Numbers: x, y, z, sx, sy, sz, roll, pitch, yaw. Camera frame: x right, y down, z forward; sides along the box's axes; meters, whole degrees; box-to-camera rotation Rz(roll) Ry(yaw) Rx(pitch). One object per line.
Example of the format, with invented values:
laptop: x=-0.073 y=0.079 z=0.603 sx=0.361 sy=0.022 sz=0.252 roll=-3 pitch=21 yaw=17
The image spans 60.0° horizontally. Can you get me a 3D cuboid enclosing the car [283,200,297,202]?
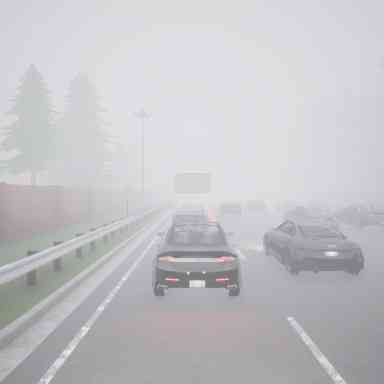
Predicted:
car: x=10.591 y=1.564 z=35.944 sx=1.994 sy=1.385 sz=4.181 roll=0 pitch=0 yaw=0

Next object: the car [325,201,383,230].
car: x=10.595 y=1.493 z=20.951 sx=2.128 sy=1.511 sz=4.902 roll=0 pitch=0 yaw=0

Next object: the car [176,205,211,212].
car: x=0.035 y=1.474 z=19.038 sx=1.882 sy=1.535 sz=5.008 roll=0 pitch=0 yaw=5

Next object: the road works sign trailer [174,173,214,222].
road works sign trailer: x=0.061 y=0.464 z=22.958 sx=2.380 sy=3.560 sz=2.880 roll=0 pitch=0 yaw=-1

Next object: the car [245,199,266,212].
car: x=7.091 y=1.491 z=37.872 sx=2.128 sy=1.511 sz=4.902 roll=0 pitch=0 yaw=0

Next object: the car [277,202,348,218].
car: x=7.096 y=1.547 z=20.309 sx=2.033 sy=1.411 sz=5.357 roll=0 pitch=0 yaw=0

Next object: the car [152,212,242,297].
car: x=0.098 y=1.491 z=8.595 sx=2.128 sy=1.511 sz=4.902 roll=0 pitch=0 yaw=0

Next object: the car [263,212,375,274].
car: x=3.598 y=1.564 z=10.579 sx=1.994 sy=1.385 sz=4.181 roll=0 pitch=0 yaw=0

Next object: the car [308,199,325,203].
car: x=14.097 y=1.526 z=37.695 sx=1.812 sy=1.442 sz=4.674 roll=0 pitch=0 yaw=0

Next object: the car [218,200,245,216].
car: x=3.593 y=1.477 z=32.254 sx=1.882 sy=1.535 sz=5.008 roll=0 pitch=0 yaw=0
